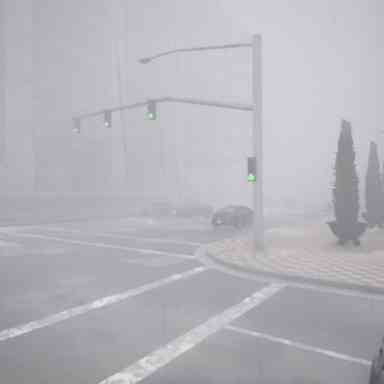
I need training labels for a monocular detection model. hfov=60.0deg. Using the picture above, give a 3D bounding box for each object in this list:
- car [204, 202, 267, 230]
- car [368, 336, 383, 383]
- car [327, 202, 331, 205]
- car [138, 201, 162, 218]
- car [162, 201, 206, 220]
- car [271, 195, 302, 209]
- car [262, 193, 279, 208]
[{"bbox_3d":[2.973,1.590,21.794,1.812,1.442,4.674,0,0,36],"label":"car"},{"bbox_3d":[3.801,1.207,1.267,5.566,2.045,2.150,0,0,35],"label":"car"},{"bbox_3d":[19.762,1.629,45.036,1.994,1.385,4.181,0,0,36],"label":"car"},{"bbox_3d":[-2.983,1.633,31.652,1.837,1.490,4.892,0,0,36],"label":"car"},{"bbox_3d":[-0.072,1.598,29.706,2.128,1.511,4.902,0,0,36],"label":"car"},{"bbox_3d":[13.949,1.596,49.027,2.128,1.511,4.902,0,0,36],"label":"car"},{"bbox_3d":[11.156,1.478,51.139,2.097,1.767,4.553,0,0,36],"label":"car"}]
